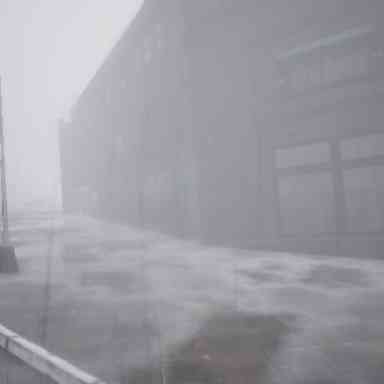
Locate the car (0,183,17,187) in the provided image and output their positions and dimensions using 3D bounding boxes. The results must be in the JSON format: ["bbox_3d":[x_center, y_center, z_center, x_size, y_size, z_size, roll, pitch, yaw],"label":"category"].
[{"bbox_3d":[-46.112,-1.385,81.085,2.002,1.452,4.674,-6,-3,30],"label":"car"}]

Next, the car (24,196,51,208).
[{"bbox_3d":[-27.893,1.786,60.162,2.150,2.045,5.566,-5,-1,11],"label":"car"}]
